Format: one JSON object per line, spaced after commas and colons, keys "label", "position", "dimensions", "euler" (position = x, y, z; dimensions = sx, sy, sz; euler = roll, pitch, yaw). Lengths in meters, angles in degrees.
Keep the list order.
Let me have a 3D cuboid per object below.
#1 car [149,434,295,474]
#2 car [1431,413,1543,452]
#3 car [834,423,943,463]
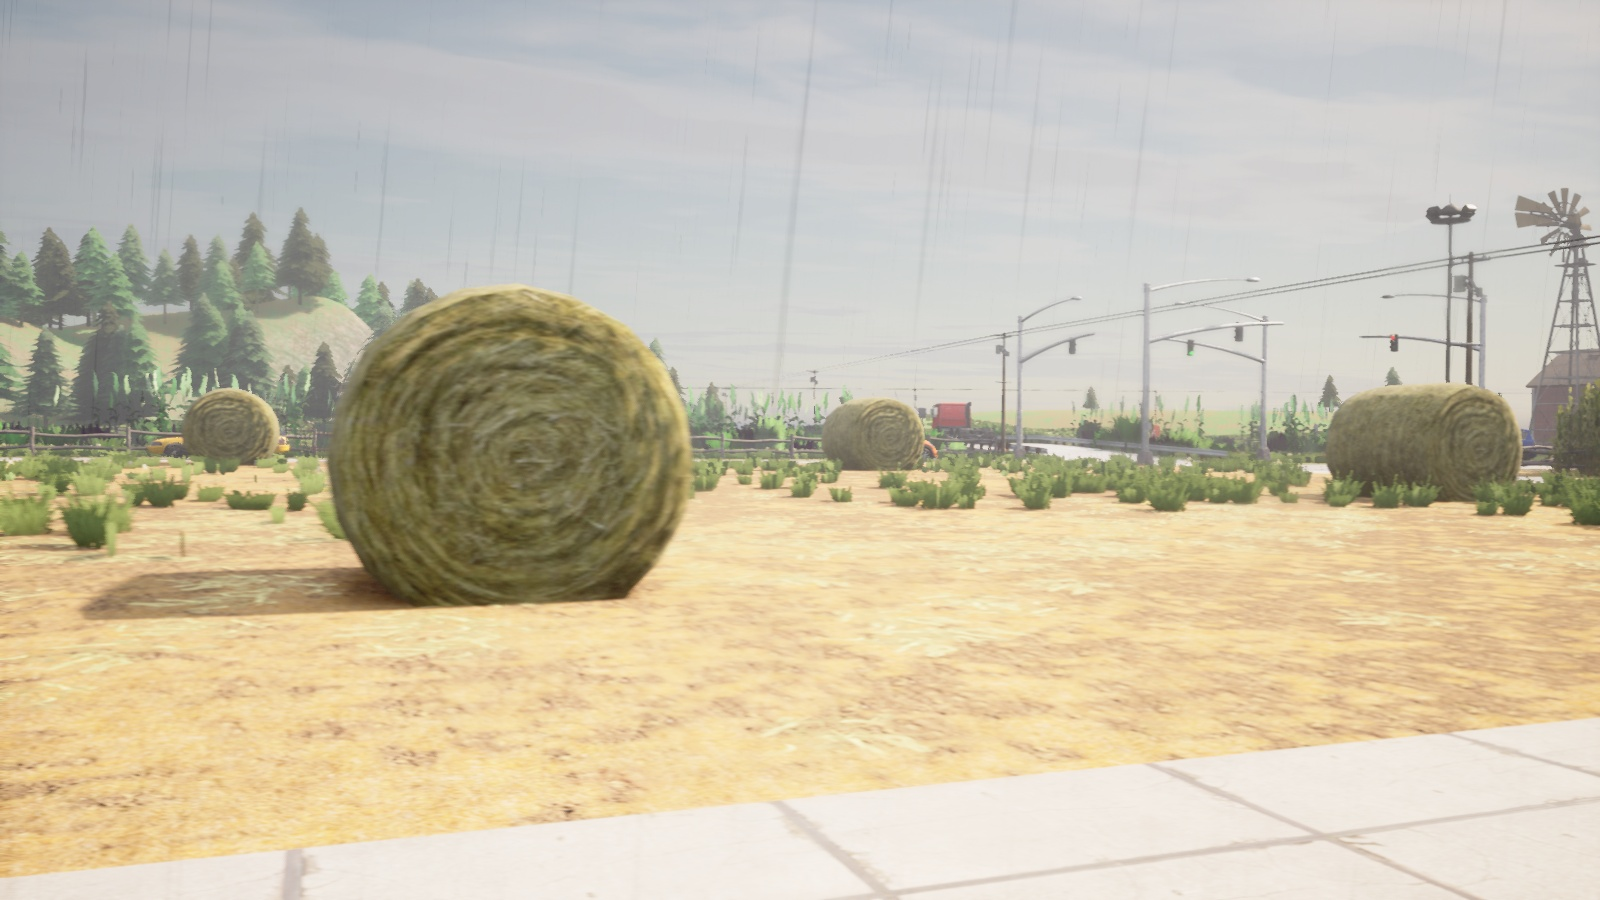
{"label": "car", "position": [-24.161, 0.132, 52.729], "dimensions": [5.366, 1.575, 1.801], "euler": [-1, 1, -17]}
{"label": "car", "position": [37.221, -0.966, 68.044], "dimensions": [5.566, 2.045, 2.150], "euler": [-1, 1, -20]}
{"label": "car", "position": [4.052, -0.334, 57.676], "dimensions": [4.553, 1.767, 2.097], "euler": [-1, 1, -17]}
